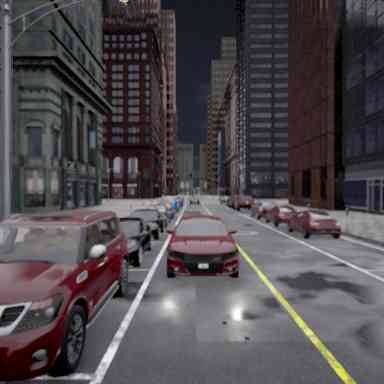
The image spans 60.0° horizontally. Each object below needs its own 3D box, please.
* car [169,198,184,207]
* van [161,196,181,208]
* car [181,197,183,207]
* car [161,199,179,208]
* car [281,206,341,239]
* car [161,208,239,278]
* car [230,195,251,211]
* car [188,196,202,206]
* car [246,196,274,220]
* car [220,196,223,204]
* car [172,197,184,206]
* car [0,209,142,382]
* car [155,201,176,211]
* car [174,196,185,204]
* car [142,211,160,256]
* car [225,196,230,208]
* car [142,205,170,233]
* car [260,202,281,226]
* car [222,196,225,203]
[{"bbox_3d":[-2.328,1.559,50.866,1.947,1.339,4.313,0,0,0],"label":"car"},{"bbox_3d":[-2.356,1.329,33.957,1.690,1.788,3.998,0,0,0],"label":"van"},{"bbox_3d":[-2.346,1.514,39.423,1.752,1.417,4.829,0,0,0],"label":"car"},{"bbox_3d":[-2.364,1.570,28.320,1.802,1.307,4.206,0,0,0],"label":"car"},{"bbox_3d":[6.144,1.574,17.039,1.802,1.307,4.206,0,0,0],"label":"car"},{"bbox_3d":[0.275,1.472,10.328,1.882,1.535,5.008,0,0,0],"label":"car"},{"bbox_3d":[6.178,1.305,39.583,2.192,1.841,5.009,0,0,0],"label":"car"},{"bbox_3d":[0.443,1.500,54.401,1.837,1.490,4.892,0,0,0],"label":"car"},{"bbox_3d":[6.161,1.430,28.312,1.967,1.590,4.097,0,0,0],"label":"car"},{"bbox_3d":[6.214,1.440,62.128,1.967,1.590,4.097,0,0,0],"label":"car"},{"bbox_3d":[-2.319,1.562,56.503,1.947,1.339,4.313,0,0,0],"label":"car"},{"bbox_3d":[-2.400,1.312,5.774,2.192,1.841,5.009,0,0,0],"label":"car"},{"bbox_3d":[-2.373,1.540,22.683,2.008,1.369,4.403,0,0,0],"label":"car"},{"bbox_3d":[-2.311,1.550,62.140,2.008,1.369,4.403,0,0,0],"label":"car"},{"bbox_3d":[-2.390,1.560,11.410,1.947,1.339,4.313,0,0,0],"label":"car"},{"bbox_3d":[6.187,1.307,45.219,2.192,1.841,5.009,0,0,0],"label":"car"},{"bbox_3d":[-2.381,1.557,17.047,1.947,1.339,4.313,0,0,0],"label":"car"},{"bbox_3d":[6.152,1.573,22.676,1.802,1.307,4.206,0,0,0],"label":"car"},{"bbox_3d":[6.197,1.560,50.856,1.947,1.339,4.313,0,0,0],"label":"car"}]
